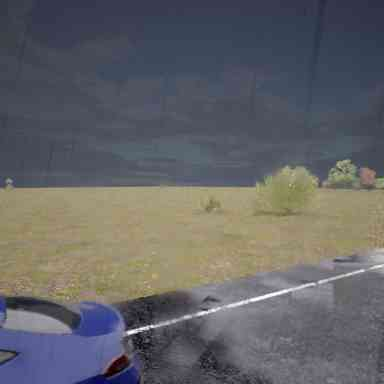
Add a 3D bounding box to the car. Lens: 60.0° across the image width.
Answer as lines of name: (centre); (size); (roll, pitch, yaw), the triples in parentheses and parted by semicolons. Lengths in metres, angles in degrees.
car: (-2.599, 1.526, 2.139); (4.674, 1.442, 1.812); (0, 0, -36)
